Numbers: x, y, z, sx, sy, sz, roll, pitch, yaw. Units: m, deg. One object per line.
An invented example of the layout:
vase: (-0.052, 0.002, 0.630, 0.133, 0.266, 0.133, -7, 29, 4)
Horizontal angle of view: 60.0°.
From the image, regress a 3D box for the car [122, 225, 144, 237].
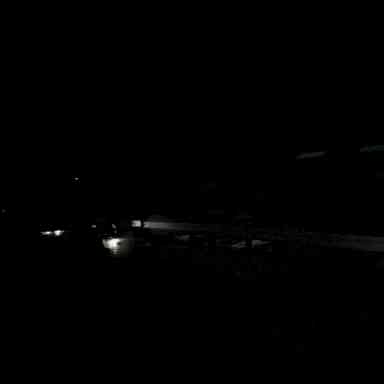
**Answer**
car: (-4.740, 4.622, 34.922, 2.185, 1.767, 4.553, -1, 1, 36)

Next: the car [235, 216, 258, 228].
car: (8.442, 4.639, 45.771, 2.231, 1.521, 4.892, 1, 0, 36)

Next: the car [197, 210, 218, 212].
car: (3.470, 5.440, 86.943, 4.892, 1.521, 2.231, 0, -2, 36)

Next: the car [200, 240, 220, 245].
car: (2.007, 4.776, 24.914, 2.163, 1.488, 4.792, -1, 1, 36)

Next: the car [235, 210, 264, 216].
car: (11.780, 5.340, 70.444, 5.366, 1.575, 1.946, 2, -1, 36)

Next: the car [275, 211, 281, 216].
car: (16.619, 5.545, 73.948, 4.674, 1.452, 2.002, 1, 0, 36)

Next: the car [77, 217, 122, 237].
car: (-7.765, 2.792, 27.063, 2.097, 1.767, 4.553, 0, -4, -33)

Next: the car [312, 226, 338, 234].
car: (15.014, 4.668, 35.946, 2.163, 1.488, 4.792, 0, 0, 36)

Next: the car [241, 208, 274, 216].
car: (14.160, 5.175, 72.243, 5.566, 2.045, 2.435, 2, 0, 36)

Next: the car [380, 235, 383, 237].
car: (18.386, 4.637, 31.149, 1.946, 1.575, 5.366, 0, -1, 36)

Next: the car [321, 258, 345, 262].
car: (7.037, 4.496, 17.365, 2.435, 2.045, 5.566, -1, 1, 36)

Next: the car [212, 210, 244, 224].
car: (5.167, 4.386, 50.719, 2.435, 2.045, 5.566, 0, 0, 36)

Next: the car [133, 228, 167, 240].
car: (-3.056, 4.622, 32.407, 2.185, 1.767, 4.553, -1, 1, 36)

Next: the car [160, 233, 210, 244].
car: (0.323, 4.495, 27.425, 2.435, 2.045, 5.566, -1, 1, 36)

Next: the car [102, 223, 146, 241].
car: (-8.075, 4.748, 39.973, 2.231, 1.521, 4.892, -1, 1, 36)

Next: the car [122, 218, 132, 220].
car: (-9.758, 4.496, 42.462, 2.435, 2.045, 5.566, 0, 1, 36)

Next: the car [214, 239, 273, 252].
car: (3.642, 4.496, 22.347, 2.435, 2.045, 5.566, 0, 1, 36)

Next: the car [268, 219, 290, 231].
car: (11.617, 4.634, 40.691, 1.946, 1.575, 5.366, 0, 0, 36)

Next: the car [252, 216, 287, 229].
car: (10.100, 4.512, 43.330, 2.185, 1.767, 4.553, 1, 0, 36)

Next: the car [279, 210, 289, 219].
car: (19.123, 5.580, 75.647, 5.008, 1.535, 2.097, 1, 0, 36)

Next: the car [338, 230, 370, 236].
car: (16.636, 4.638, 33.463, 2.097, 1.535, 5.008, 1, 0, 37)

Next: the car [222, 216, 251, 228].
car: (6.797, 4.678, 48.229, 2.002, 1.452, 4.674, 0, -1, 36)

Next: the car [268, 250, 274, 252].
car: (5.358, 4.748, 19.860, 2.231, 1.521, 4.892, 0, 1, 36)

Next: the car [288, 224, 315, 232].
car: (13.359, 4.639, 38.387, 2.231, 1.521, 4.892, 1, 0, 37)

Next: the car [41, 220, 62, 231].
car: (-18.391, 4.356, 43.332, 1.994, 1.385, 4.181, 0, -3, -33)
